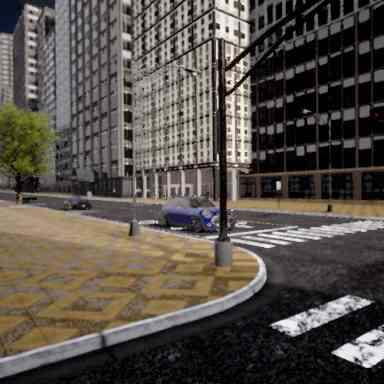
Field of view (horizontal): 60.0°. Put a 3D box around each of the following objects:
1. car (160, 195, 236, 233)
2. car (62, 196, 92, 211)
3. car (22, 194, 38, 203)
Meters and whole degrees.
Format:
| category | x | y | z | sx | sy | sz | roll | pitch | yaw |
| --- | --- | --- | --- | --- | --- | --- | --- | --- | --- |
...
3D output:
| category | x | y | z | sx | sy | sz | roll | pitch | yaw |
| --- | --- | --- | --- | --- | --- | --- | --- | --- | --- |
| car | 0.214 | 1.051 | 17.658 | 2.097 | 1.767 | 4.553 | -1 | 1 | -37 |
| car | -11.563 | 1.122 | 33.371 | 1.994 | 1.385 | 4.181 | -1 | 1 | -37 |
| car | -25.618 | 0.919 | 52.116 | 1.895 | 1.301 | 4.718 | -1 | 1 | -37 |
